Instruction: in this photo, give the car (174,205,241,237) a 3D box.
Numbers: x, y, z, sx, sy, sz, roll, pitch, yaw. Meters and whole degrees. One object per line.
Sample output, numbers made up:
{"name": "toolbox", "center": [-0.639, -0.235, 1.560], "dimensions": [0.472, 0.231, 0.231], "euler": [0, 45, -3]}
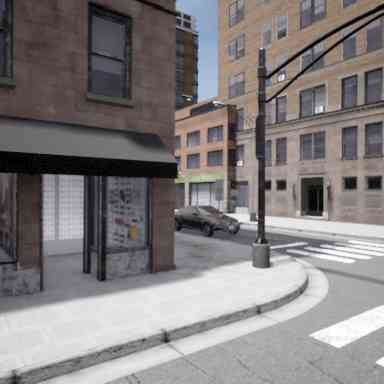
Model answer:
{"name": "car", "center": [0.574, 1.445, 17.900], "dimensions": [1.812, 1.442, 4.674], "euler": [0, 0, -34]}
